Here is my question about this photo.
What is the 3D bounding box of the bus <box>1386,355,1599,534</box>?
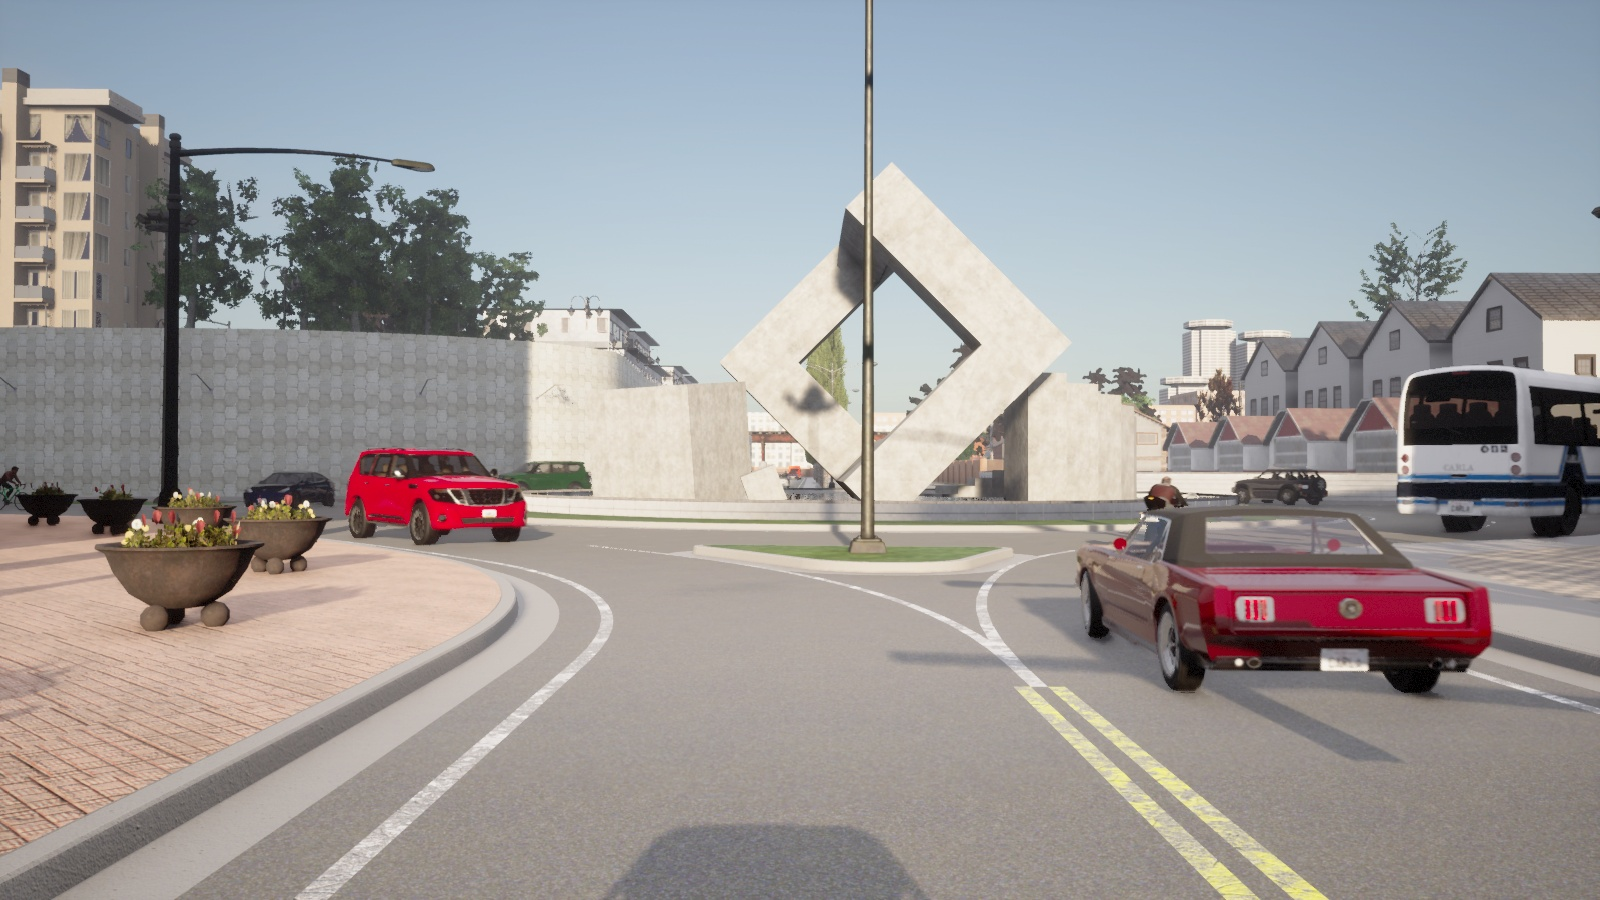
[{"bbox_3d":[20.657,-0.065,34.582,10.273,4.253,3.944,1,-1,-38],"label":"bus"}]

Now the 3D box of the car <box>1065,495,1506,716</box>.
[{"bbox_3d":[3.576,1.074,10.341,1.895,1.301,4.718,0,-1,1],"label":"car"}]

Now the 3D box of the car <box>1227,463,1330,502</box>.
[{"bbox_3d":[23.263,1.564,61.225,1.932,1.855,4.605,1,-1,-27],"label":"car"}]

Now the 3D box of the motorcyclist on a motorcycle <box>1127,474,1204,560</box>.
[{"bbox_3d":[6.881,1.217,23.574,0.866,1.530,2.191,0,-1,30],"label":"motorcyclist on a motorcycle"}]

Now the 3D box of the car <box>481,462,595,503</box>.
[{"bbox_3d":[-13.696,1.693,65.970,5.566,2.045,2.150,1,-1,-43],"label":"car"}]

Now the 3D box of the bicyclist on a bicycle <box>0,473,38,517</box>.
[{"bbox_3d":[-29.091,1.660,46.309,1.656,1.620,0.582,0,-1,7],"label":"bicyclist on a bicycle"}]

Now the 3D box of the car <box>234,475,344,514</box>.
[{"bbox_3d":[-20.424,1.741,50.434,2.163,1.488,4.792,0,-1,4],"label":"car"}]

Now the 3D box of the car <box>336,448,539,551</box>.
[{"bbox_3d":[-8.078,1.028,27.592,2.150,2.045,5.566,1,-1,-41],"label":"car"}]
